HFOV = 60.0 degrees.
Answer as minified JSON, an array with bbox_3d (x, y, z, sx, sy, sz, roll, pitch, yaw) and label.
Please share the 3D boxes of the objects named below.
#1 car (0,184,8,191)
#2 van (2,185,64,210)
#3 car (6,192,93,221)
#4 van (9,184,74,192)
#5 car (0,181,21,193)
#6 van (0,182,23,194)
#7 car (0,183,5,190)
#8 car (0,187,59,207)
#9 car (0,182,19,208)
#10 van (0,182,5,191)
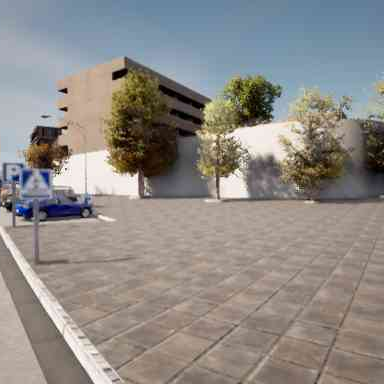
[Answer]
[{"bbox_3d":[-43.990,-1.073,73.804,1.946,1.575,5.366,2,1,36],"label":"car"},{"bbox_3d":[-13.801,0.438,29.099,1.878,1.987,4.442,3,2,37],"label":"van"},{"bbox_3d":[-8.844,0.988,21.661,2.097,1.535,5.008,2,1,37],"label":"car"},{"bbox_3d":[-10.399,0.655,24.265,1.878,1.987,4.442,2,1,37],"label":"van"},{"bbox_3d":[-33.769,-0.870,59.137,2.435,2.045,5.566,2,1,36],"label":"car"},{"bbox_3d":[-30.334,-0.645,54.273,1.878,1.987,4.442,2,1,36],"label":"van"},{"bbox_3d":[-47.255,-1.295,78.893,2.185,1.767,4.553,1,0,36],"label":"car"},{"bbox_3d":[-15.394,0.430,31.689,2.185,1.767,4.553,2,1,37],"label":"car"},{"bbox_3d":[-12.113,0.521,26.656,2.435,2.045,5.566,3,2,37],"label":"car"},{"bbox_3d":[-45.621,-1.350,76.337,1.878,1.987,4.442,2,1,36],"label":"van"}]
